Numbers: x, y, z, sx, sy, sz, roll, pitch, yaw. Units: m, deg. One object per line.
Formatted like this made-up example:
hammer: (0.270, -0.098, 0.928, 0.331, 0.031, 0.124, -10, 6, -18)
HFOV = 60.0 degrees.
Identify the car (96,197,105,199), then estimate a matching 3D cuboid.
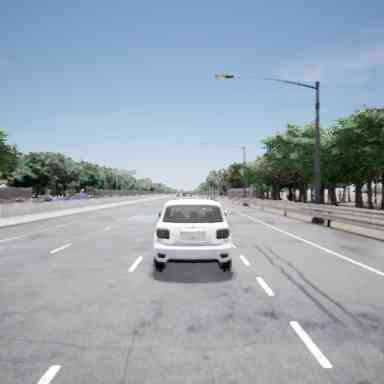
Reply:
car: (-17.693, 1.681, 65.015, 1.994, 1.385, 4.181, 0, 0, 0)

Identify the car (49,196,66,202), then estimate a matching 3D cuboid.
car: (-24.686, 1.646, 62.765, 1.812, 1.442, 4.674, 0, 0, 0)

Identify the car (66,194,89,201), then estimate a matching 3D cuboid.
car: (-21.186, 1.345, 62.749, 2.150, 2.045, 5.566, 0, 0, 0)

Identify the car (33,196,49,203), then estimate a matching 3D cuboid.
car: (-28.178, 1.477, 62.794, 2.097, 1.767, 4.553, 0, 0, 0)

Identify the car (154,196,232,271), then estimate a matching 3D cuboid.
car: (0.018, 1.269, 11.133, 2.150, 2.045, 5.566, 0, -1, 0)
